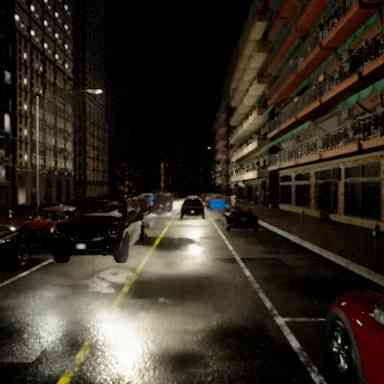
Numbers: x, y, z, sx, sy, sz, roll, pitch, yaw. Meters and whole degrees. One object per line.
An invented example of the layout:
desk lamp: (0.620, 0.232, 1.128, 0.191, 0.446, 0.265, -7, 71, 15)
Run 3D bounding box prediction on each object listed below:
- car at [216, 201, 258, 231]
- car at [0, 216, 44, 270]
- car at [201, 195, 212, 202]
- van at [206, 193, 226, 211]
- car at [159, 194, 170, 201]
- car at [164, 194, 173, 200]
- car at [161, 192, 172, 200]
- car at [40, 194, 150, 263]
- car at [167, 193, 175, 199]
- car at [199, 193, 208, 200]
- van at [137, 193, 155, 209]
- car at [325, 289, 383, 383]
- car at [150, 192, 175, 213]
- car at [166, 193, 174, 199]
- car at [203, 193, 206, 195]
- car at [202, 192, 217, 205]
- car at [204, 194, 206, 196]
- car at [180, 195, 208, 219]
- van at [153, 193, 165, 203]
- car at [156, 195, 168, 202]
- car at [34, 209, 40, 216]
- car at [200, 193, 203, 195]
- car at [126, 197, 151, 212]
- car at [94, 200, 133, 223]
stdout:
car: (2.685, 1.446, 19.320, 1.947, 1.339, 4.313, 0, 0, 0)
car: (-5.695, 1.513, 8.266, 1.947, 1.339, 4.313, 0, 0, 0)
car: (2.688, 1.198, 63.540, 1.947, 1.339, 4.313, 0, 0, 0)
van: (2.686, 1.125, 35.901, 1.690, 1.788, 3.998, 0, 0, 0)
car: (-5.692, 1.154, 69.069, 2.008, 1.369, 4.403, 0, 0, 0)
car: (-5.691, 1.131, 80.124, 1.802, 1.307, 4.206, 0, 0, 0)
car: (-5.693, 0.891, 74.595, 2.192, 1.841, 5.009, 0, 0, 0)
car: (-3.070, 1.145, 12.052, 2.150, 2.045, 5.566, 0, 0, 1)
car: (-5.691, 1.046, 91.178, 2.008, 1.369, 4.403, 0, 0, 0)
car: (2.688, 0.989, 80.122, 1.967, 1.590, 4.097, 0, 0, 0)
van: (-5.695, 1.093, 41.430, 1.690, 1.788, 3.998, 0, 0, 0)
car: (2.684, 1.422, 2.736, 1.967, 1.590, 4.097, 0, 0, 0)
car: (-3.046, 1.147, 33.754, 2.097, 1.767, 4.553, 0, 0, 1)
car: (-5.691, 1.067, 85.651, 1.887, 1.381, 4.507, 0, 0, 0)
car: (2.687, 1.272, 46.957, 2.008, 1.369, 4.403, 0, 0, 0)
car: (2.685, 1.006, 52.484, 2.192, 1.841, 5.009, 0, 0, 0)
car: (2.687, 1.297, 41.430, 1.887, 1.381, 4.507, 0, 0, 0)
car: (0.058, 1.310, 27.419, 1.882, 1.535, 5.008, 0, 0, 1)
van: (-5.694, 1.002, 58.012, 1.690, 1.788, 3.998, 0, 0, 0)
car: (-5.692, 1.214, 63.541, 1.802, 1.307, 4.206, 0, 0, 0)
car: (-5.696, 1.353, 13.793, 1.967, 1.590, 4.097, 0, 0, 0)
car: (0.088, 1.224, 45.176, 2.128, 1.511, 4.902, 0, 0, 0)
car: (-5.694, 1.328, 35.903, 1.887, 1.381, 4.507, 0, 0, 0)
car: (-5.695, 1.374, 24.678, 1.752, 1.417, 4.829, 0, 0, 0)
